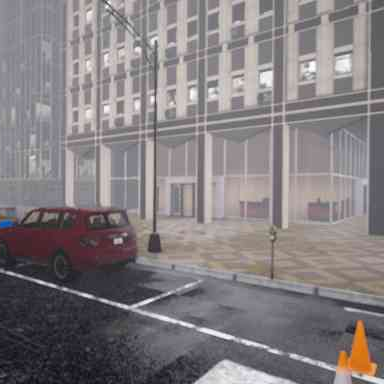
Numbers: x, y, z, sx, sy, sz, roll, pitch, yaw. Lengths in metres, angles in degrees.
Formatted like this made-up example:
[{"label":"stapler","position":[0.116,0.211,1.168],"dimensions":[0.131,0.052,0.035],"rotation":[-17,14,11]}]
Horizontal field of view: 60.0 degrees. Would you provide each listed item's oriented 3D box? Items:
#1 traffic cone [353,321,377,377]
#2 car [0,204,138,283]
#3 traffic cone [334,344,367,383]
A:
[{"label":"traffic cone","position":[2.158,1.955,4.269],"dimensions":[0.340,0.580,0.340],"rotation":[0,0,36]},{"label":"car","position":[-3.781,1.310,9.743],"dimensions":[5.009,1.841,2.192],"rotation":[0,1,36]},{"label":"traffic cone","position":[1.572,1.955,3.459],"dimensions":[0.340,0.580,0.340],"rotation":[0,0,36]}]
